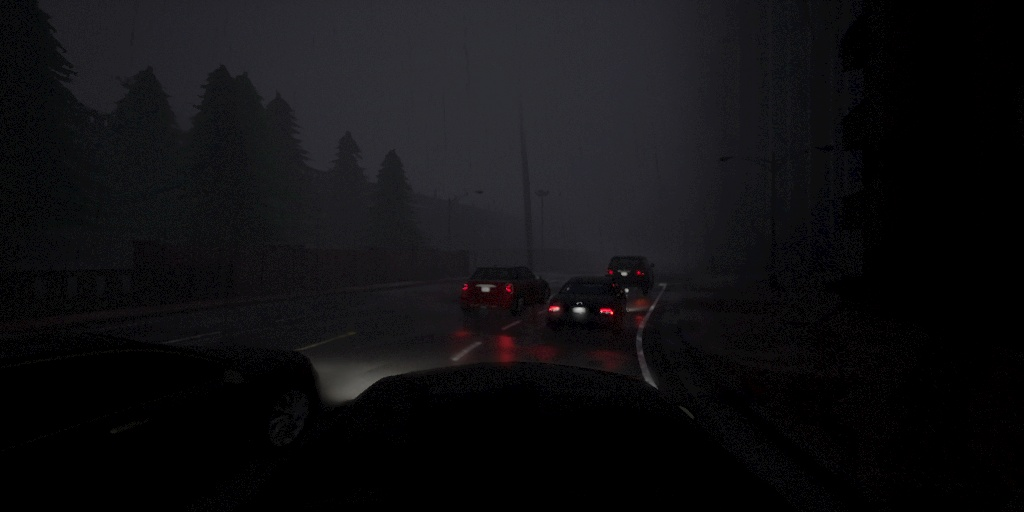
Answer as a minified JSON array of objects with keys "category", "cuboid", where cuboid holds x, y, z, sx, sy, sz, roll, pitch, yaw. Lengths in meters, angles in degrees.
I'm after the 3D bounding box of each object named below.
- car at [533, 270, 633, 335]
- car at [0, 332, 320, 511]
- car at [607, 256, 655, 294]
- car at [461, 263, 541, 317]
[{"category":"car","cuboid":[2.407,1.313,10.718,2.033,1.411,5.357,0,0,19]},{"category":"car","cuboid":[-3.223,1.253,2.219,1.837,1.490,4.892,0,-1,3]},{"category":"car","cuboid":[6.918,1.007,20.803,2.150,2.045,5.566,0,0,26]},{"category":"car","cuboid":[-0.066,1.120,13.648,2.097,1.767,4.553,0,0,22]}]
